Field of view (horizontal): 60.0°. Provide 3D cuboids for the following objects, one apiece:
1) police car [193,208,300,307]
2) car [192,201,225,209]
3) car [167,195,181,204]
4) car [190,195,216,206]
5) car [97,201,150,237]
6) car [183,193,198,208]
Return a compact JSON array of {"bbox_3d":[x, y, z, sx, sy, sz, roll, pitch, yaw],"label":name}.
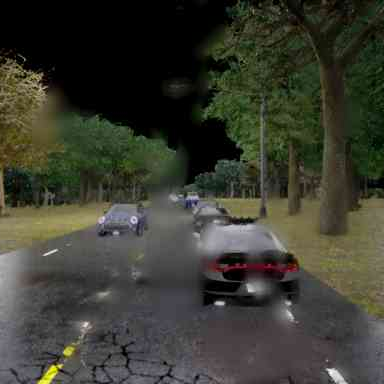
[{"bbox_3d":[1.066,1.424,8.210,1.930,1.638,5.238,0,0,0],"label":"police car"},{"bbox_3d":[1.084,1.464,18.102,1.882,1.535,5.008,0,0,0],"label":"car"},{"bbox_3d":[-3.456,1.362,61.023,1.812,1.442,4.674,0,0,0],"label":"car"},{"bbox_3d":[1.094,1.324,24.073,2.097,1.767,4.553,0,0,0],"label":"car"},{"bbox_3d":[-3.567,1.339,17.897,2.097,1.767,4.553,0,0,0],"label":"car"},{"bbox_3d":[0.128,1.357,46.887,1.882,1.535,5.008,0,0,1],"label":"car"}]
